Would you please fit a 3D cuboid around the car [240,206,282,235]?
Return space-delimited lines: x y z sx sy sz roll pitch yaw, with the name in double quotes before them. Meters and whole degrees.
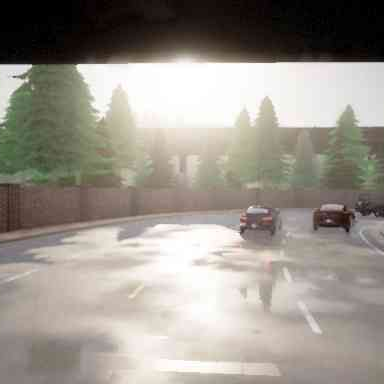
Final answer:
"car" 3.914 1.484 18.648 1.812 1.442 4.674 0 0 21

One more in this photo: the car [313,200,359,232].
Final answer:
"car" 8.717 1.432 20.182 1.882 1.535 5.008 -1 0 31

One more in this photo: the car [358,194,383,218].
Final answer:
"car" 17.119 1.156 28.876 5.566 2.045 2.150 0 0 -5
